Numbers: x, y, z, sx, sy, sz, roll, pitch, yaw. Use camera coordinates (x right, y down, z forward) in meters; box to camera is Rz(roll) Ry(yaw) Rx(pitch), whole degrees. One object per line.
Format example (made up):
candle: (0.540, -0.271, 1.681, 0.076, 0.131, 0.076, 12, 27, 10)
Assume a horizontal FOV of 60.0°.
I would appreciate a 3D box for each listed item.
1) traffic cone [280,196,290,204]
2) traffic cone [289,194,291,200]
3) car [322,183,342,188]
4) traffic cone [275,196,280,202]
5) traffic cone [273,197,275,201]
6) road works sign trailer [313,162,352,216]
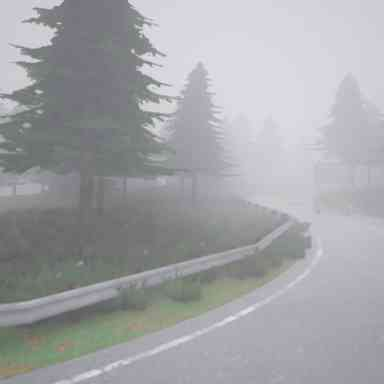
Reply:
traffic cone: (8.586, 0.796, 30.842, 0.340, 0.580, 0.340, 2, 2, 2)
traffic cone: (10.748, 0.560, 36.778, 0.340, 0.580, 0.340, 1, 3, 2)
car: (24.769, -0.884, 58.619, 4.553, 1.767, 2.097, -2, 2, -41)
traffic cone: (8.643, 0.704, 32.836, 0.340, 0.580, 0.340, 2, 3, 2)
traffic cone: (8.700, 0.602, 34.837, 0.340, 0.580, 0.340, 2, 2, 2)
road works sign trailer: (9.823, -0.269, 23.697, 2.380, 3.560, 2.880, 3, 3, 2)
